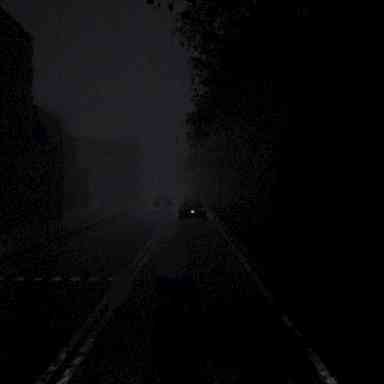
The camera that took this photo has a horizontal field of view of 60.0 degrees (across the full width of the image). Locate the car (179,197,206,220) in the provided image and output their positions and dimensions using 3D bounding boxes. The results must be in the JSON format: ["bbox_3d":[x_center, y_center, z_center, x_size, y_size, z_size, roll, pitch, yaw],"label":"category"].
[{"bbox_3d":[0.033,1.339,25.315,1.994,1.385,4.181,0,1,0],"label":"car"}]

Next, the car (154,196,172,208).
[{"bbox_3d":[-3.528,1.177,40.839,1.994,1.385,4.181,0,1,-1],"label":"car"}]
